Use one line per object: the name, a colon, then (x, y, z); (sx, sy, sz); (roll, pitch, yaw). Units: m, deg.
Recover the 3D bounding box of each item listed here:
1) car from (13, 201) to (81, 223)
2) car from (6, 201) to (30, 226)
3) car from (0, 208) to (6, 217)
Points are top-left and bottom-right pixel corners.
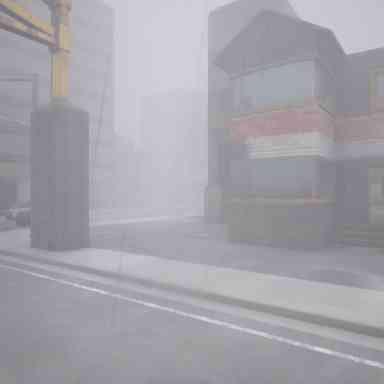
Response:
car: (-9.728, 1.295, 22.803); (1.853, 1.218, 4.536); (0, 0, 15)
car: (-9.742, 1.453, 22.753); (2.038, 1.542, 4.974); (0, 0, 15)
car: (-12.899, 1.295, 25.453); (4.536, 1.218, 1.853); (0, 0, -30)
